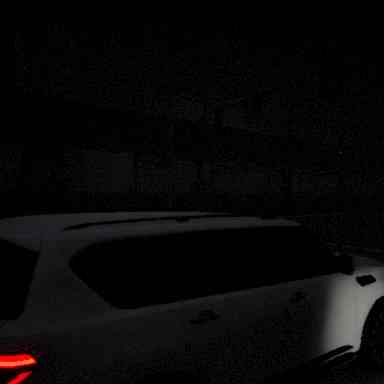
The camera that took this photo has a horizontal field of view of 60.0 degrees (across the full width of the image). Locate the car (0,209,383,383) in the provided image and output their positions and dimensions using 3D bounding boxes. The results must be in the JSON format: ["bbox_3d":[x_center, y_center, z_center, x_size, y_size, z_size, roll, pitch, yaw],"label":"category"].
[{"bbox_3d":[0.367,1.235,4.039,5.566,2.045,2.150,0,0,-35],"label":"car"}]
